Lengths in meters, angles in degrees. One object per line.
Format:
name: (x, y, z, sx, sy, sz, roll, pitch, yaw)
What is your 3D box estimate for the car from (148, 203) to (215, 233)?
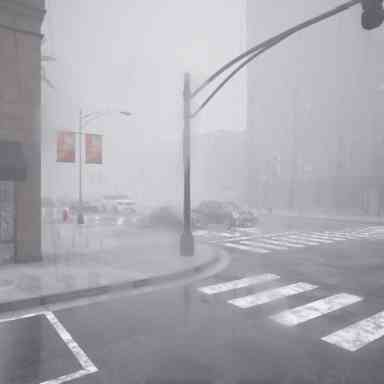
car: (-0.978, 1.505, 20.021, 1.812, 1.442, 4.674, 0, 0, -36)

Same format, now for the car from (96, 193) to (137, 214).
car: (-7.822, 1.173, 35.091, 2.150, 2.045, 5.566, 0, 0, -36)

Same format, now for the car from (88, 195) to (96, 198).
car: (-15.480, 1.130, 57.180, 2.150, 2.045, 5.566, 0, 0, -36)

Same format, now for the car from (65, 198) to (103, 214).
car: (-11.105, 1.554, 34.094, 1.895, 1.301, 4.718, 0, 0, -36)

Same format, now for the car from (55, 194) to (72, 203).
car: (-25.103, 1.247, 64.986, 2.097, 1.767, 4.553, 0, 0, -36)

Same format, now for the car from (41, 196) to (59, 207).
car: (-21.359, 1.488, 48.493, 1.837, 1.490, 4.892, 0, 0, -36)

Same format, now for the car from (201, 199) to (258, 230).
car: (2.075, 1.328, 21.342, 2.097, 1.767, 4.553, 0, 0, -36)

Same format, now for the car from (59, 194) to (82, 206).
car: (-18.722, 1.476, 50.392, 1.812, 1.442, 4.674, 0, 0, -36)

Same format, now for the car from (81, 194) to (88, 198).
car: (-21.522, 1.244, 65.473, 2.097, 1.767, 4.553, 0, 0, -32)
